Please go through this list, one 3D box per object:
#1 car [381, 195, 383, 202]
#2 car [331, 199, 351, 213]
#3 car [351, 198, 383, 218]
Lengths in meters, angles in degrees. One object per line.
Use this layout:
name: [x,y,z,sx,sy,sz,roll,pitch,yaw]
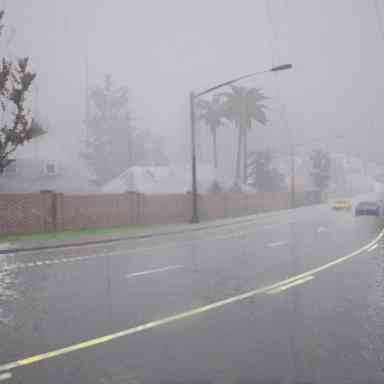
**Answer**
car: [38.842,1.433,66.831,2.128,1.511,4.902,-1,0,32]
car: [18.274,1.666,40.643,1.882,1.535,5.008,-1,-1,32]
car: [16.688,1.586,31.519,1.882,1.535,5.008,-1,-1,32]
